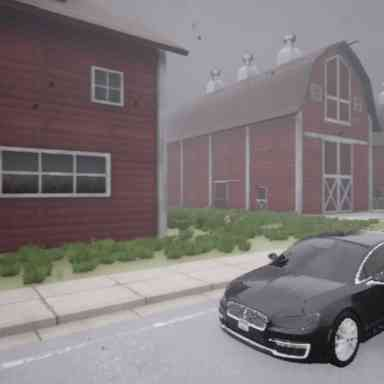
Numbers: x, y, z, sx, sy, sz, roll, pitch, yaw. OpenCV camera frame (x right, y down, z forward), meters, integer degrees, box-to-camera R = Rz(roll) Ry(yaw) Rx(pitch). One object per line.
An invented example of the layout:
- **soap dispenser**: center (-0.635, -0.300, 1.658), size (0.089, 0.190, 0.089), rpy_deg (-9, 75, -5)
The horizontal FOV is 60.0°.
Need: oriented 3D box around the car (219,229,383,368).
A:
- **car**: center (2.671, 1.492, 5.847), size (4.892, 1.490, 1.837), rpy_deg (-2, 1, -35)
